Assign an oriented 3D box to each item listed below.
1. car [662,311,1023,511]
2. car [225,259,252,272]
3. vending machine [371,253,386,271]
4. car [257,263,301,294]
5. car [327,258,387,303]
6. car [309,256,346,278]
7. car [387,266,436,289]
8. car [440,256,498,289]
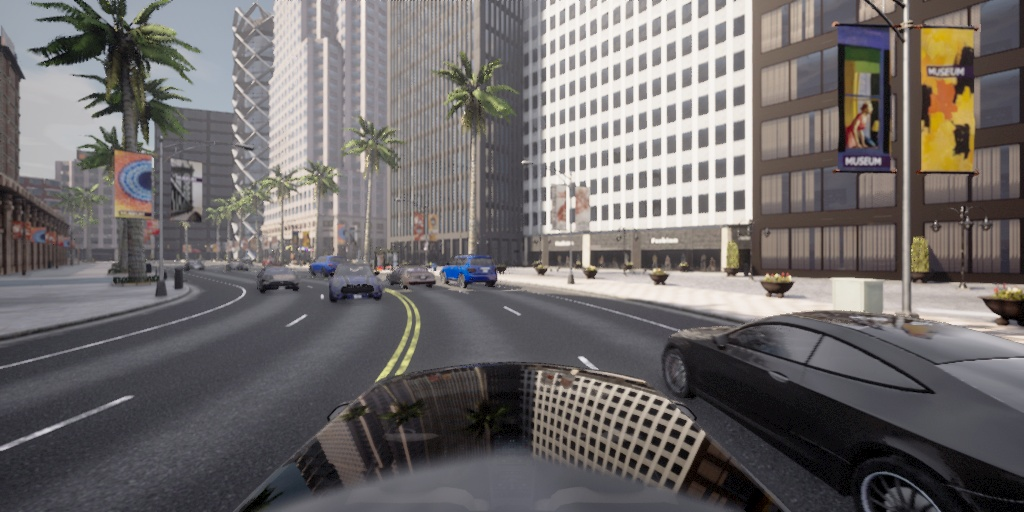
[{"bbox_3d":[3.286,1.278,3.580,1.812,1.442,4.674,0,0,-3],"label":"car"},{"bbox_3d":[-36.657,1.402,47.706,4.181,1.385,1.994,0,0,43],"label":"car"},{"bbox_3d":[-19.022,1.033,51.204,0.880,2.100,1.100,0,0,42],"label":"vending machine"},{"bbox_3d":[-13.825,1.334,21.112,2.033,1.411,5.357,0,0,-38],"label":"car"},{"bbox_3d":[-7.499,1.130,17.075,2.097,1.767,4.553,0,0,-27],"label":"car"},{"bbox_3d":[-18.352,1.033,35.945,5.566,2.045,2.150,0,0,43],"label":"car"},{"bbox_3d":[-6.680,1.335,23.404,2.033,1.411,5.357,0,0,-33],"label":"car"},{"bbox_3d":[-2.967,1.010,23.905,2.150,2.045,5.566,0,0,-30],"label":"car"}]
